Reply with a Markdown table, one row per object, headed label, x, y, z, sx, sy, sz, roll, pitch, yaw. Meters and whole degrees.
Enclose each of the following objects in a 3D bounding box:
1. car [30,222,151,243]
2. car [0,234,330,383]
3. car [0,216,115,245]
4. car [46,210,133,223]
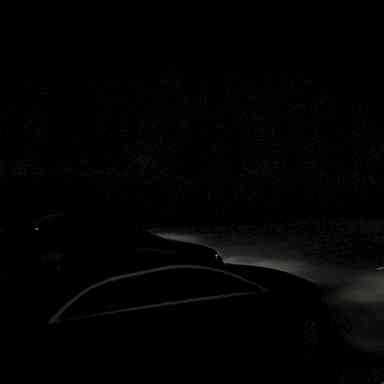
| label | x | y | z | sx | sy | sz | roll | pitch | yaw |
| --- | --- | --- | --- | --- | --- | --- | --- | --- | --- |
| car | -1.325 | 1.550 | 7.735 | 4.181 | 1.385 | 1.994 | 0 | 0 | -30 |
| car | -0.343 | 1.484 | 4.266 | 4.902 | 1.511 | 2.128 | 0 | 0 | -30 |
| car | -4.926 | 1.581 | 9.712 | 4.718 | 1.301 | 1.895 | 0 | 0 | -30 |
| car | -4.455 | 1.499 | 14.023 | 4.674 | 1.442 | 1.812 | 0 | 0 | -30 |
